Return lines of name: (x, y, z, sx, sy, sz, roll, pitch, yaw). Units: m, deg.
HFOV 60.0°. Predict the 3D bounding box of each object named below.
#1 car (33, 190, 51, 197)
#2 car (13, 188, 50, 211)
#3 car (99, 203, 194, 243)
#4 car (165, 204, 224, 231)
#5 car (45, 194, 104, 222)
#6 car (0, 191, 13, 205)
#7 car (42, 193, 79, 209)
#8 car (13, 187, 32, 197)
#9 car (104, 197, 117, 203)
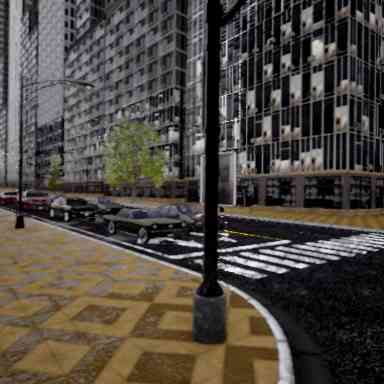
car: (-28.652, 0.280, 63.417, 1.895, 1.301, 4.718, 1, 1, -39)
car: (-14.233, 0.725, 29.927, 2.097, 1.767, 4.553, 1, 1, -39)
car: (-2.249, 1.408, 15.241, 1.895, 1.301, 4.718, 1, 1, -39)
car: (-0.585, 1.360, 18.393, 2.033, 1.411, 5.357, 1, 1, -37)
car: (-7.972, 1.104, 22.243, 1.837, 1.490, 4.892, 1, 1, -39)
car: (-20.697, 0.615, 37.926, 1.882, 1.535, 5.008, 1, 1, -38)
car: (-13.667, 0.887, 34.378, 2.033, 1.411, 5.357, 1, 1, -39)
car: (-31.542, -0.020, 61.824, 2.097, 1.767, 4.553, 1, 1, -39)
car: (-7.006, 1.128, 26.205, 2.033, 1.411, 5.357, 1, 1, -38)
